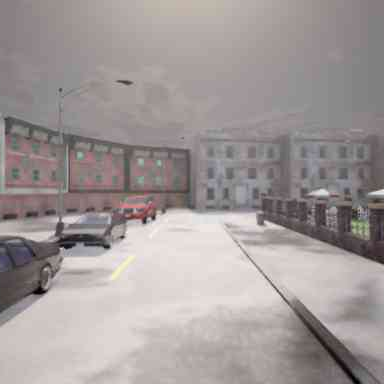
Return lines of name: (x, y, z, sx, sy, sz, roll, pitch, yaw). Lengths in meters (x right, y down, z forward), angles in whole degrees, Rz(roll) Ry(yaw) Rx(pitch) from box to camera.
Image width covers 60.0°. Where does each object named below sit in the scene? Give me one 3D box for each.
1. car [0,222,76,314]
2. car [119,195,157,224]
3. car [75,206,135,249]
car: (-4.103, 1.556, 6.054, 2.033, 1.411, 5.357, 0, 0, -1)
car: (-4.145, 1.256, 25.603, 2.150, 2.045, 5.566, 0, 0, 5)
car: (-4.134, 1.567, 14.887, 2.033, 1.411, 5.357, 0, 0, -1)
